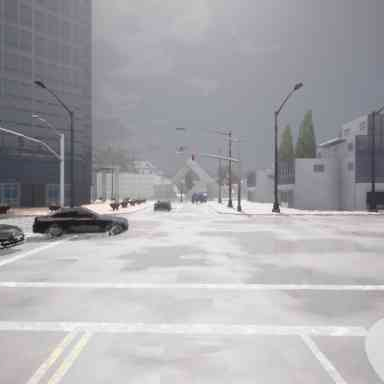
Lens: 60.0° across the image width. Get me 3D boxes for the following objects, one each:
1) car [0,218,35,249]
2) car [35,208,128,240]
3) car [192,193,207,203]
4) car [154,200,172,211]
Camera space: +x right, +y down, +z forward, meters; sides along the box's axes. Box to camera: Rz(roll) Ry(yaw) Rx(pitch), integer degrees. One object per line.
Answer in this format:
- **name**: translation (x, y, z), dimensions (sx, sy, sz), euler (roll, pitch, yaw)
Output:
- **car**: translation (-8.981, 1.549, 12.650), dimensions (4.892, 1.490, 1.837), euler (-1, 0, 0)
- **car**: translation (-5.657, 1.559, 17.131), dimensions (4.674, 1.442, 1.812), euler (0, 0, -18)
- **car**: translation (1.517, 1.221, 69.570), dimensions (2.150, 2.045, 5.566), euler (0, 0, 15)
- **car**: translation (-3.615, 1.601, 41.563), dimensions (1.895, 1.301, 4.718), euler (0, 0, 0)
